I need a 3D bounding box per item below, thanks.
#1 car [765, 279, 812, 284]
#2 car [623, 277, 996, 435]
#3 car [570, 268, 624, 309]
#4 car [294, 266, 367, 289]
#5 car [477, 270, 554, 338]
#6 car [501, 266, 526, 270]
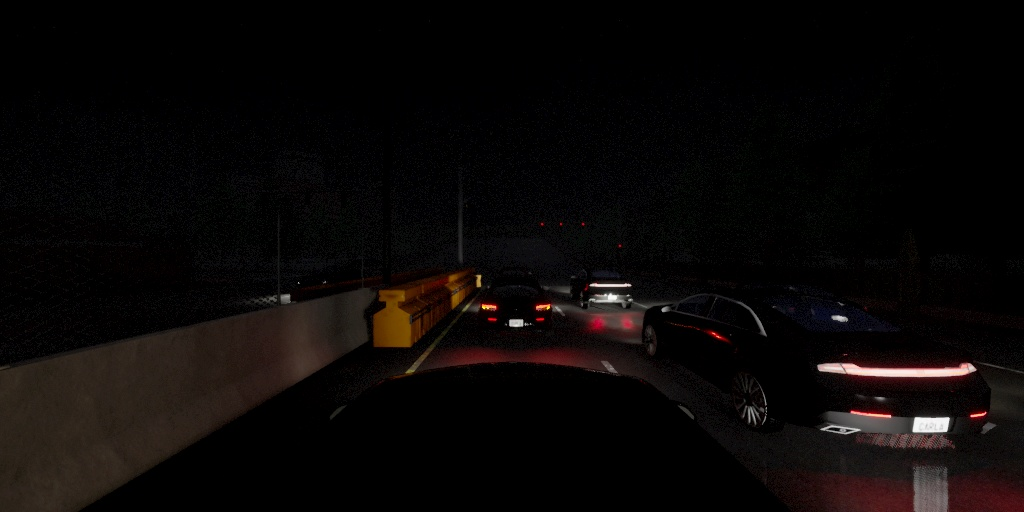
[{"bbox_3d":[7.095,1.314,9.789,1.994,1.385,4.181,0,0,0],"label":"car"},{"bbox_3d":[3.600,1.242,5.515,2.128,1.511,4.902,0,0,0],"label":"car"},{"bbox_3d":[3.575,1.242,14.944,2.128,1.511,4.902,0,0,2],"label":"car"},{"bbox_3d":[-10.535,1.298,21.383,2.033,1.411,5.357,0,0,1],"label":"car"},{"bbox_3d":[0.087,1.276,10.013,1.812,1.442,4.674,0,0,0],"label":"car"},{"bbox_3d":[0.080,1.276,19.078,1.812,1.442,4.674,0,0,0],"label":"car"}]
